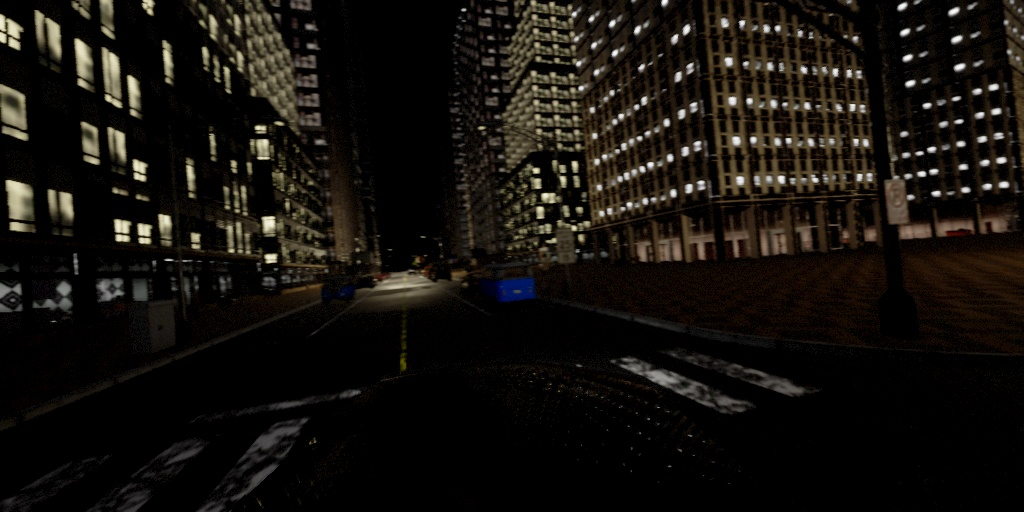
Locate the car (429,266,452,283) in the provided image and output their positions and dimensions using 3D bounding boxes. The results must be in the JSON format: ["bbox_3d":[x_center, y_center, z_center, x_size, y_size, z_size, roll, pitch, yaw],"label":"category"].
[{"bbox_3d":[-8.226,2.092,42.368,2.192,1.841,5.009,0,0,-17],"label":"car"}]

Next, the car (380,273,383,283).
[{"bbox_3d":[-17.800,3.185,45.283,2.007,1.370,4.403,0,0,-17],"label":"car"}]

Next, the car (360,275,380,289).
[{"bbox_3d":[-16.228,3.023,39.975,1.948,1.339,4.313,0,0,-17],"label":"car"}]

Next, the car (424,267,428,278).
[{"bbox_3d":[-11.370,2.447,52.986,2.192,1.841,5.009,0,0,-17],"label":"car"}]

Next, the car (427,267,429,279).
[{"bbox_3d":[-9.798,2.500,47.677,1.888,1.381,4.507,0,0,-17],"label":"car"}]

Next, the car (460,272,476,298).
[{"bbox_3d":[-1.916,1.610,21.143,1.888,1.381,4.507,0,0,-17],"label":"car"}]

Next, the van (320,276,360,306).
[{"bbox_3d":[-11.512,2.265,24.050,1.690,1.789,3.998,0,0,-17],"label":"van"}]

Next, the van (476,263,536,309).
[{"bbox_3d":[-0.258,1.221,15.862,1.690,1.789,3.998,0,0,-17],"label":"van"}]

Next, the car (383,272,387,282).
[{"bbox_3d":[-20.944,3.571,55.902,1.802,1.307,4.207,0,0,-17],"label":"car"}]

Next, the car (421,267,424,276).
[{"bbox_3d":[-14.514,2.801,63.603,2.192,1.841,5.009,0,0,-17],"label":"car"}]
